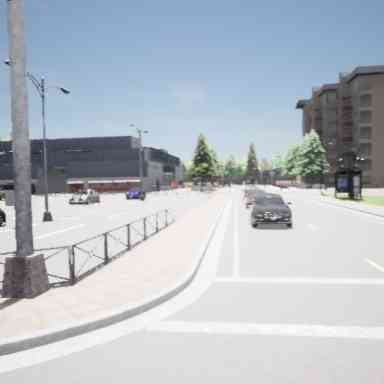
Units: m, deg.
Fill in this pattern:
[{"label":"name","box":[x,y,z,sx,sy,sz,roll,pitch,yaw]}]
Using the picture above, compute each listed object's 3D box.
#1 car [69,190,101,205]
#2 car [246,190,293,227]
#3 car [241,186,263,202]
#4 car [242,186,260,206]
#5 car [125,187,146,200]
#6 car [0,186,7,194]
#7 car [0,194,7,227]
[{"label":"car","box":[-10.915,0.508,33.955,1.970,1.475,3.806,-1,2,8]},{"label":"car","box":[3.915,0.853,17.108,1.837,1.490,4.892,-1,2,8]},{"label":"car","box":[6.598,0.139,37.014,2.128,1.511,4.902,-1,2,8]},{"label":"car","box":[5.198,0.534,26.765,1.812,1.442,4.674,-1,2,8]},{"label":"car","box":[-6.918,0.187,40.874,1.845,1.501,3.633,-1,2,8]},{"label":"car","box":[-25.298,0.217,43.635,1.932,1.855,4.605,-1,2,8]},{"label":"car","box":[-10.583,1.065,15.114,2.007,1.523,4.514,-1,2,8]}]
